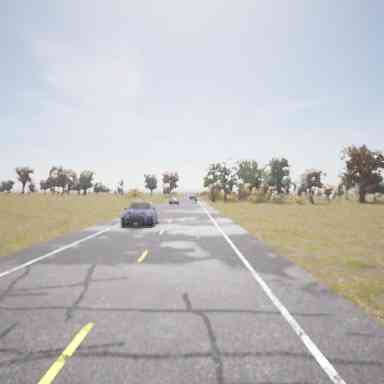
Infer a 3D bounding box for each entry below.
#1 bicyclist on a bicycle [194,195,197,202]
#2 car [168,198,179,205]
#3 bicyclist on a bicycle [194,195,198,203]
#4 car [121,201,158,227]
[{"bbox_3d":[0.967,1.716,85.993,0.659,1.776,1.843,0,0,0],"label":"bicyclist on a bicycle"},{"bbox_3d":[-3.508,1.817,64.892,1.994,1.385,4.181,0,0,0],"label":"car"},{"bbox_3d":[0.962,1.744,76.995,0.866,1.612,1.509,0,0,0],"label":"bicyclist on a bicycle"},{"bbox_3d":[-3.597,1.441,23.434,2.097,1.767,4.553,0,0,0],"label":"car"}]
